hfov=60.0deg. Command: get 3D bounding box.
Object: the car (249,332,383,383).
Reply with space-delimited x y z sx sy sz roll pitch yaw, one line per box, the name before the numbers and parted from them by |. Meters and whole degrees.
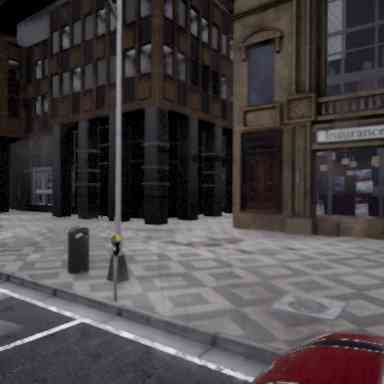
car | 2.086 1.442 1.585 4.097 1.590 1.967 0 0 36
